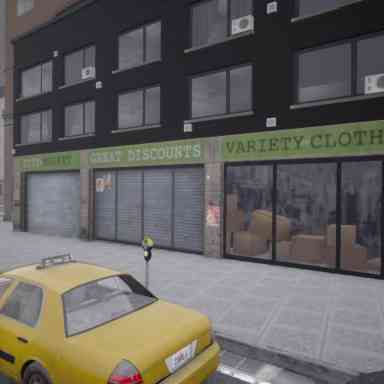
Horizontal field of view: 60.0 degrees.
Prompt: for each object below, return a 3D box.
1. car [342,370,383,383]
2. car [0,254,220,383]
[{"bbox_3d":[2.712,1.551,1.160,4.403,1.369,2.008,0,1,35],"label":"car"},{"bbox_3d":[-1.980,1.524,4.494,4.829,1.417,1.752,0,1,35],"label":"car"}]
